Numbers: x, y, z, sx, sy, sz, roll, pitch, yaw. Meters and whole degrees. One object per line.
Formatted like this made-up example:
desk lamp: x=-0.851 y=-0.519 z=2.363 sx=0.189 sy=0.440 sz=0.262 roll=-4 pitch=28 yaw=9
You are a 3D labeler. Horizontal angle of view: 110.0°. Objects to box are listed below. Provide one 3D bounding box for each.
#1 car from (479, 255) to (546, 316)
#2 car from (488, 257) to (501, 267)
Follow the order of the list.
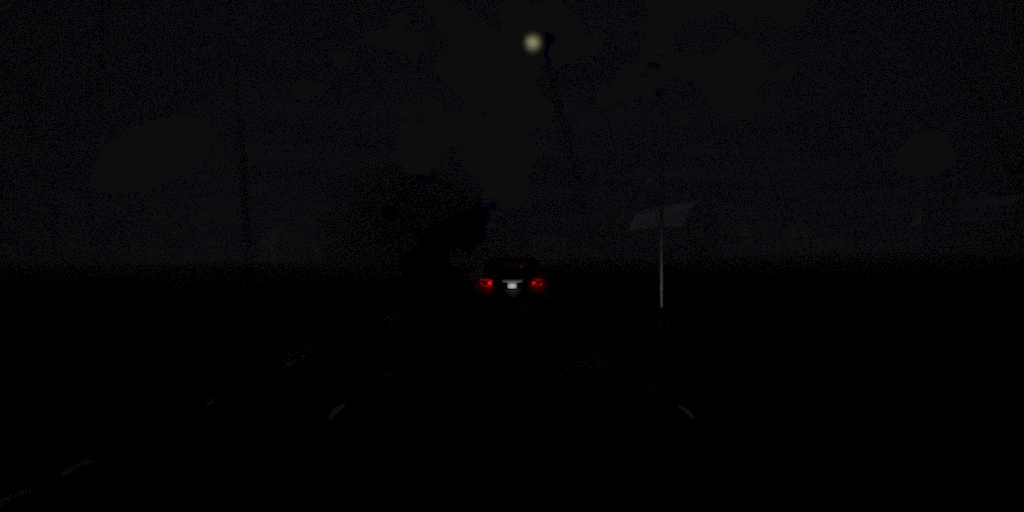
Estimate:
car: x=0.033 y=0.980 z=13.457 sx=2.150 sy=2.045 sz=5.566 roll=0 pitch=0 yaw=1
car: x=-2.822 y=0.996 z=58.915 sx=1.837 sy=1.490 sz=4.892 roll=0 pitch=1 yaw=0
